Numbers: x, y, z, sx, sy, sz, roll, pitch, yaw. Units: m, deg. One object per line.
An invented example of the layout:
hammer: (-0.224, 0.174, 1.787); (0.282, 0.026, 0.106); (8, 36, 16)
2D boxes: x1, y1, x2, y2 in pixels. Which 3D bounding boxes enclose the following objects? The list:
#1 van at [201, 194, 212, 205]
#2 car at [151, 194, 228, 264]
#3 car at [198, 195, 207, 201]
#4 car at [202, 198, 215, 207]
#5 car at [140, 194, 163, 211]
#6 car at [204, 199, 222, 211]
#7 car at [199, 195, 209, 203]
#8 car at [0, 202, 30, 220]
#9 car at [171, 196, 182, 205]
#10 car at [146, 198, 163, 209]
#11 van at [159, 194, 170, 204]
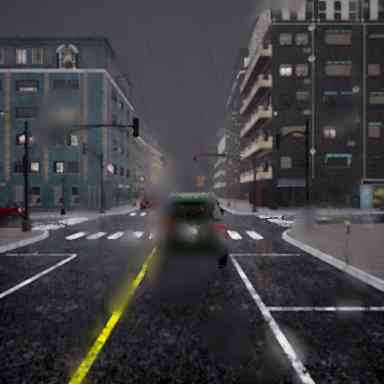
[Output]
van: (2.559, 1.350, 58.648); (1.690, 1.788, 3.998); (0, 0, 0)
car: (0.029, 1.224, 11.916); (2.150, 2.045, 5.566); (0, 0, 0)
car: (2.556, 1.554, 80.856); (2.008, 1.369, 4.403); (0, 0, 0)
car: (2.559, 1.592, 53.096); (1.802, 1.307, 4.206); (0, 0, 0)
car: (-5.320, 1.326, 41.990); (2.192, 1.841, 5.009); (0, 0, 0)
car: (2.560, 1.577, 41.992); (1.947, 1.339, 4.313); (0, 0, 0)
car: (2.558, 1.447, 69.752); (1.967, 1.590, 4.097); (0, 0, 0)
car: (-16.920, 1.649, 29.829); (4.097, 1.590, 1.967); (-1, 1, 0)
car: (-2.802, 1.486, 61.038); (1.882, 1.535, 5.008); (0, 0, 1)
car: (-5.320, 1.555, 47.542); (1.887, 1.381, 4.507); (0, 0, 0)
van: (-5.322, 1.349, 64.198); (1.690, 1.788, 3.998); (0, 0, 0)
